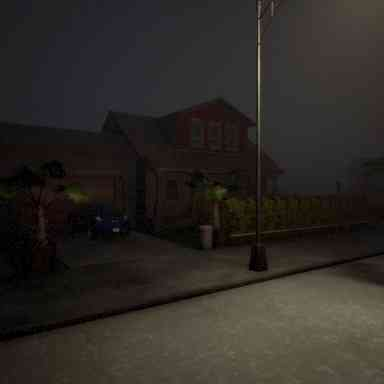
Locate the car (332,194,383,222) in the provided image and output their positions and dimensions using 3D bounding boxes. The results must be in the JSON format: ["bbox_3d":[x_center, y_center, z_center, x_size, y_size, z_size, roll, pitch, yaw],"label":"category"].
[{"bbox_3d":[13.710,1.221,27.015,2.150,2.045,5.566,0,0,-36],"label":"car"}]

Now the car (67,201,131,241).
[{"bbox_3d":[-4.112,1.174,14.537,1.845,1.501,3.633,0,0,-38],"label":"car"}]
